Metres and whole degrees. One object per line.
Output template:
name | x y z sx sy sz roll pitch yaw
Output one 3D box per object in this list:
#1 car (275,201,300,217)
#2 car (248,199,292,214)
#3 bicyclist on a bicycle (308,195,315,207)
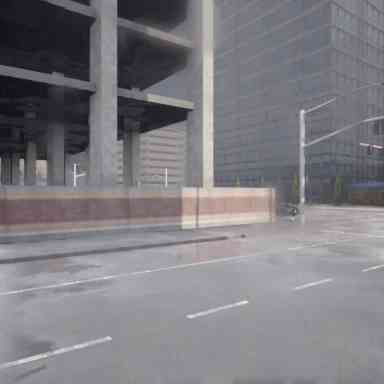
car | 8.133 1.564 31.533 1.994 1.385 4.181 0 0 -36
car | 8.542 1.526 36.933 1.812 1.442 4.674 0 0 -36
bicyclist on a bicycle | 16.610 1.301 46.220 1.656 1.620 0.582 0 0 -36
